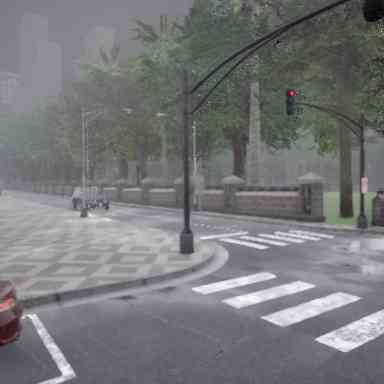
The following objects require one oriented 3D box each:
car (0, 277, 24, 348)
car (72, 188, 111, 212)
[{"bbox_3d":[-4.204,1.591,3.654,4.206,1.307,1.802,0,0,-35],"label":"car"},{"bbox_3d":[-9.491,0.682,30.926,2.150,2.045,5.566,-1,2,-35],"label":"car"}]
